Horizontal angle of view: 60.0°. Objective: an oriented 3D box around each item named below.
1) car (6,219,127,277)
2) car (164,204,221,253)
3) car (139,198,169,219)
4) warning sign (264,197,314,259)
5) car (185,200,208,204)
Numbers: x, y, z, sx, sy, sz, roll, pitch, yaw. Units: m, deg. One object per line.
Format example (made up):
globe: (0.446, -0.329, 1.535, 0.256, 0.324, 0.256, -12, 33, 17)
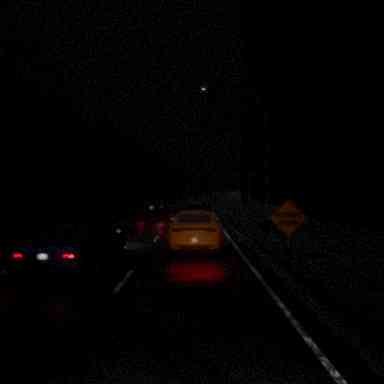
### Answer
car: (-3.421, 1.539, 10.191, 2.033, 1.411, 5.357, 0, 0, 1)
car: (0.118, 1.465, 13.608, 1.882, 1.535, 5.008, 0, 0, 1)
car: (-3.149, 1.305, 28.571, 2.097, 1.767, 4.553, 0, 0, 2)
warning sign: (3.091, 1.109, 10.704, 1.300, 1.860, 1.060, 0, 0, 0)
car: (0.413, 1.429, 30.340, 1.882, 1.535, 5.008, 0, 0, 2)
